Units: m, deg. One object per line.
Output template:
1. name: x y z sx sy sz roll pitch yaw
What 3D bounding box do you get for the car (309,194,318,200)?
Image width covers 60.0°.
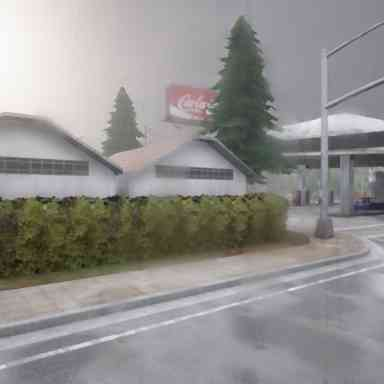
1. car: 32.194 1.309 89.075 2.152 1.636 5.027 0 0 -36

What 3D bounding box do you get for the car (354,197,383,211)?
1. car: 21.154 1.469 39.575 4.611 1.667 2.242 0 0 -36
